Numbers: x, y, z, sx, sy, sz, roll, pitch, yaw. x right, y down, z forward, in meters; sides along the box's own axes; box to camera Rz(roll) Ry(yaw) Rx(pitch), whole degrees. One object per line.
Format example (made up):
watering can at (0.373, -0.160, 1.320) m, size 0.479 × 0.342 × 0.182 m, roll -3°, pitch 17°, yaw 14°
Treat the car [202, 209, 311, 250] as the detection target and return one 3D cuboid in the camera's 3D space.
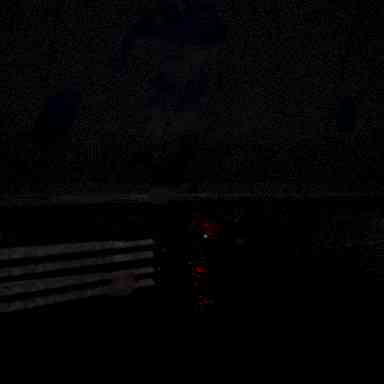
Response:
car at (2.846, 1.517, 14.539) m, size 4.892 × 1.490 × 1.837 m, roll -1°, pitch 1°, yaw -19°
